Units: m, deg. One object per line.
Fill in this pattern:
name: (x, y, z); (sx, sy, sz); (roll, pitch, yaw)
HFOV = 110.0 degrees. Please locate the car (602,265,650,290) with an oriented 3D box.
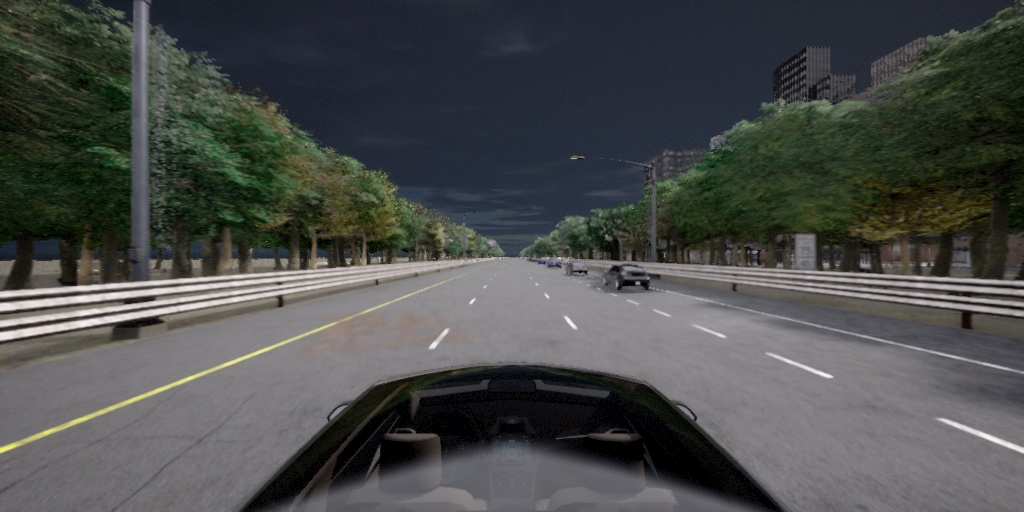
car: (7.000, 1.268, 22.355); (1.837, 1.490, 4.892); (0, 0, 0)

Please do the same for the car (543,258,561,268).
car: (7.019, 1.143, 61.188); (2.097, 1.767, 4.553); (0, 0, 0)

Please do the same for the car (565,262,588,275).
car: (6.996, 1.312, 39.301); (2.033, 1.411, 5.357); (0, 0, 0)
